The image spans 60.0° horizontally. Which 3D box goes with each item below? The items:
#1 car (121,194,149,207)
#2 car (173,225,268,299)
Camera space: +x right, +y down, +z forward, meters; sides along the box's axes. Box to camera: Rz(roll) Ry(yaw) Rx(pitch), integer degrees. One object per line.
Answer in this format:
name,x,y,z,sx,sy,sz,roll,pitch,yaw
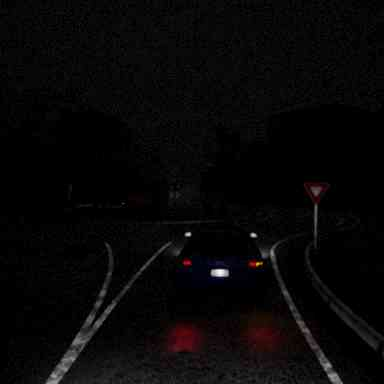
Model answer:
car,-6.629,1.004,42.055,4.553,1.767,2.097,1,2,-10
car,0.722,1.528,8.448,1.994,1.385,4.181,0,0,5
